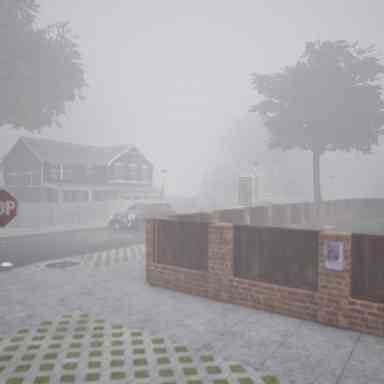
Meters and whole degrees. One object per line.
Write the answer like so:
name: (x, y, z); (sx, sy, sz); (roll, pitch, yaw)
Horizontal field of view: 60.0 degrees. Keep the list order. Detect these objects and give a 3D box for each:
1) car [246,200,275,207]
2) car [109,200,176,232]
car: (7.184, 1.560, 34.867); (1.882, 1.535, 5.008); (0, 0, 36)
car: (-2.945, 1.398, 20.599); (2.097, 1.767, 4.553); (0, 0, 35)
